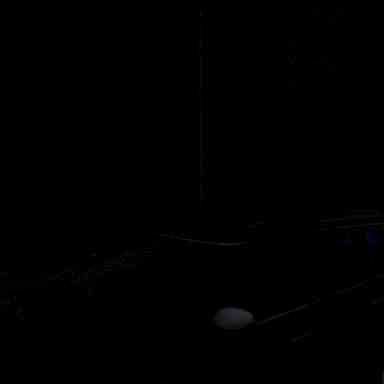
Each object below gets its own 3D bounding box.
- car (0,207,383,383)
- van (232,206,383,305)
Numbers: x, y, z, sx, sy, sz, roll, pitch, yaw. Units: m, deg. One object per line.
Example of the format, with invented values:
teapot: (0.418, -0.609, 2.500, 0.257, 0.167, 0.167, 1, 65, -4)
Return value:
car: (0.258, 1.219, 3.253, 5.566, 2.045, 2.150, 0, 0, -36)
van: (3.062, 1.333, 8.400, 3.998, 1.788, 1.690, 0, 0, -36)
